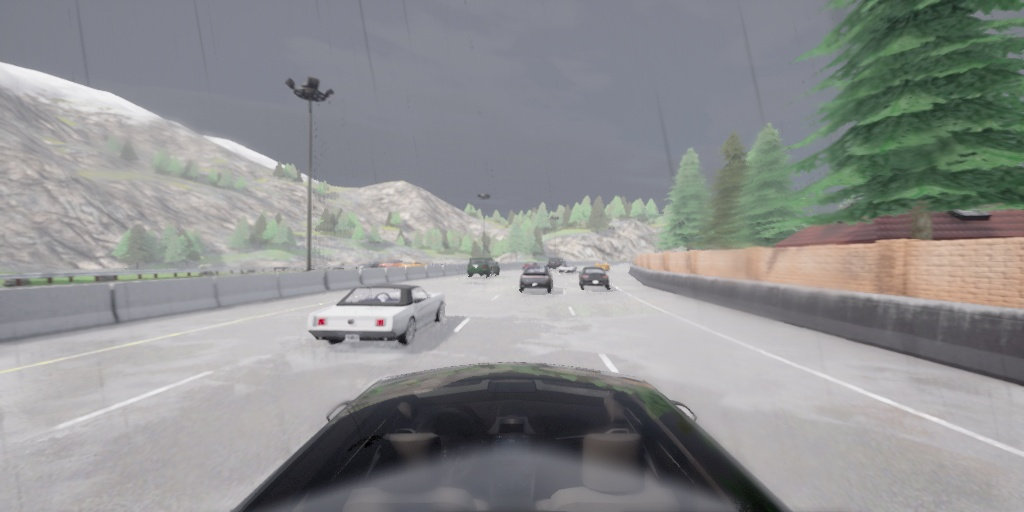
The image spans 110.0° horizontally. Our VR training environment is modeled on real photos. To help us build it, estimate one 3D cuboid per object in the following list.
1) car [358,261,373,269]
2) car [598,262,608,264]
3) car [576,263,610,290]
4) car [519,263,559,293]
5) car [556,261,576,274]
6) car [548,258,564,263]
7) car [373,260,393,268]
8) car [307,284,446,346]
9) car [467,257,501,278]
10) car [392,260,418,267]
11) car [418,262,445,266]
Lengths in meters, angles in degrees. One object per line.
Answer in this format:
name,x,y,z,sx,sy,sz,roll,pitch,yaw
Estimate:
car,-20.352,1.446,52.515,2.128,1.511,4.902,0,0,17
car,13.629,1.597,53.881,1.882,1.535,5.008,0,-1,21
car,5.435,1.432,24.003,1.812,1.442,4.674,0,0,9
car,1.594,1.369,22.001,2.128,1.511,4.902,0,0,8
car,7.566,1.656,47.575,1.895,1.301,4.718,0,0,19
car,7.348,1.331,57.499,2.150,2.045,5.566,0,-1,23
car,-17.091,1.315,51.170,2.097,1.767,4.553,0,0,17
car,-3.125,1.382,9.500,1.895,1.301,4.718,0,0,3
car,-2.797,1.163,36.716,2.150,2.045,5.566,0,-1,14
car,-13.917,1.445,49.607,1.882,1.535,5.008,0,0,17
car,-10.443,1.582,49.065,1.895,1.301,4.718,0,0,17
